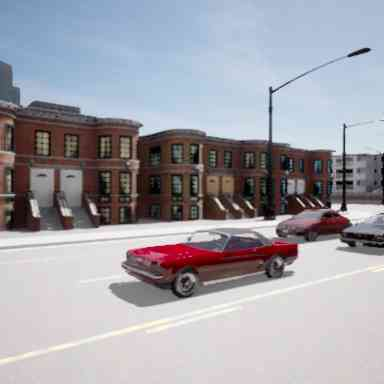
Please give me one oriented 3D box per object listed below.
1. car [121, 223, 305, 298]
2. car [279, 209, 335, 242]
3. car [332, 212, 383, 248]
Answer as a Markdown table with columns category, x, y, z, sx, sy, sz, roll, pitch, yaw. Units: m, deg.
| category | x | y | z | sx | sy | sz | roll | pitch | yaw |
| --- | --- | --- | --- | --- | --- | --- | --- | --- | --- |
| car | 0.623 | 1.636 | 8.736 | 4.718 | 1.301 | 1.895 | 0 | 0 | -36 |
| car | 6.320 | 1.617 | 17.002 | 4.674 | 1.442 | 1.812 | 1 | 0 | -35 |
| car | 8.671 | 1.640 | 14.468 | 5.357 | 1.411 | 2.033 | 0 | 0 | -35 |
